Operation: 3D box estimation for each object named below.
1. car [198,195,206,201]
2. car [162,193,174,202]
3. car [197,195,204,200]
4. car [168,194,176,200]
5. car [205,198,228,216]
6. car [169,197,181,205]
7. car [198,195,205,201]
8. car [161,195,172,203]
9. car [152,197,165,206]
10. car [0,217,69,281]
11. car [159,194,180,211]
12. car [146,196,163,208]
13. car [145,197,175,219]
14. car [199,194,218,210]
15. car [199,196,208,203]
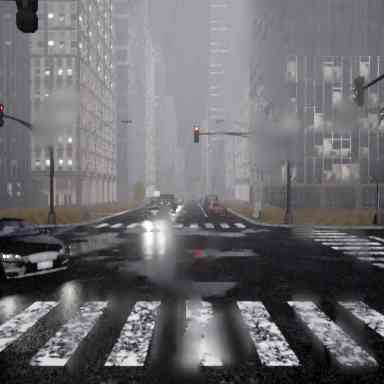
[{"bbox_3d":[2.404,1.536,81.844,1.802,1.307,4.206,-1,0,0],"label":"car"},{"bbox_3d":[-5.469,1.274,76.280,2.192,1.841,5.009,-1,0,0],"label":"car"},{"bbox_3d":[2.383,1.489,92.893,1.887,1.381,4.507,-1,0,0],"label":"car"},{"bbox_3d":[-5.498,1.384,92.854,1.967,1.590,4.097,-1,0,0],"label":"car"},{"bbox_3d":[2.463,1.569,32.123,1.802,1.307,4.206,-1,0,0],"label":"car"},{"bbox_3d":[-2.914,1.573,58.323,1.895,1.301,4.718,0,0,0],"label":"car"},{"bbox_3d":[2.393,1.474,87.539,1.752,1.417,4.829,-1,0,0],"label":"car"},{"bbox_3d":[-5.457,1.403,70.755,1.967,1.590,4.097,-1,0,0],"label":"car"},{"bbox_3d":[-5.425,1.557,54.182,1.802,1.307,4.206,-1,0,0],"label":"car"},{"bbox_3d":[-5.443,1.490,9.470,4.902,1.511,2.128,0,-1,38],"label":"car"},{"bbox_3d":[-2.922,1.206,38.656,2.150,2.045,5.566,0,0,0],"label":"car"},{"bbox_3d":[-5.417,1.419,48.657,1.967,1.590,4.097,-1,0,0],"label":"car"},{"bbox_3d":[-2.908,1.480,28.788,2.128,1.511,4.902,0,0,0],"label":"car"},{"bbox_3d":[2.460,1.297,43.172,2.192,1.841,5.009,-1,0,0],"label":"car"},{"bbox_3d":[2.424,1.508,70.795,1.887,1.381,4.507,-1,0,0],"label":"car"}]
